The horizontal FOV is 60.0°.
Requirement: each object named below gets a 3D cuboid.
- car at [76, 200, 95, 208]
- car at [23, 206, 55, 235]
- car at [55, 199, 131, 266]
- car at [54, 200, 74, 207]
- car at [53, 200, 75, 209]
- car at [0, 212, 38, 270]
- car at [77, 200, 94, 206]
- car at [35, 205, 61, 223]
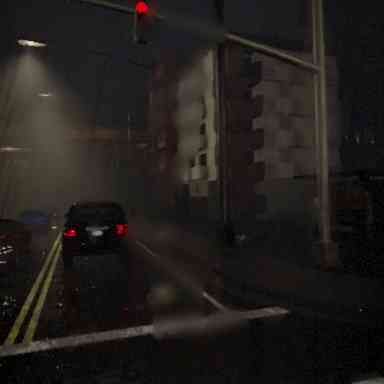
[{"bbox_3d":[-21.967,2.403,68.716,2.038,1.542,4.974,-2,0,-39],"label":"car"},{"bbox_3d":[-10.235,1.868,21.542,1.882,1.535,5.008,-2,0,-19],"label":"car"},{"bbox_3d":[-3.586,1.368,12.573,2.150,2.045,5.566,-2,0,-16],"label":"car"},{"bbox_3d":[-26.002,2.366,67.717,1.853,1.218,4.536,-2,0,6],"label":"car"},{"bbox_3d":[-26.002,2.524,67.665,2.038,1.542,4.974,-2,0,6],"label":"car"},{"bbox_3d":[-6.915,1.725,11.782,1.882,1.535,5.008,-2,0,-19],"label":"car"},{"bbox_3d":[-22.004,2.246,68.757,1.853,1.218,4.536,-2,0,-39],"label":"car"},{"bbox_3d":[-13.706,2.066,31.808,1.812,1.442,4.674,-2,0,-18],"label":"car"}]
